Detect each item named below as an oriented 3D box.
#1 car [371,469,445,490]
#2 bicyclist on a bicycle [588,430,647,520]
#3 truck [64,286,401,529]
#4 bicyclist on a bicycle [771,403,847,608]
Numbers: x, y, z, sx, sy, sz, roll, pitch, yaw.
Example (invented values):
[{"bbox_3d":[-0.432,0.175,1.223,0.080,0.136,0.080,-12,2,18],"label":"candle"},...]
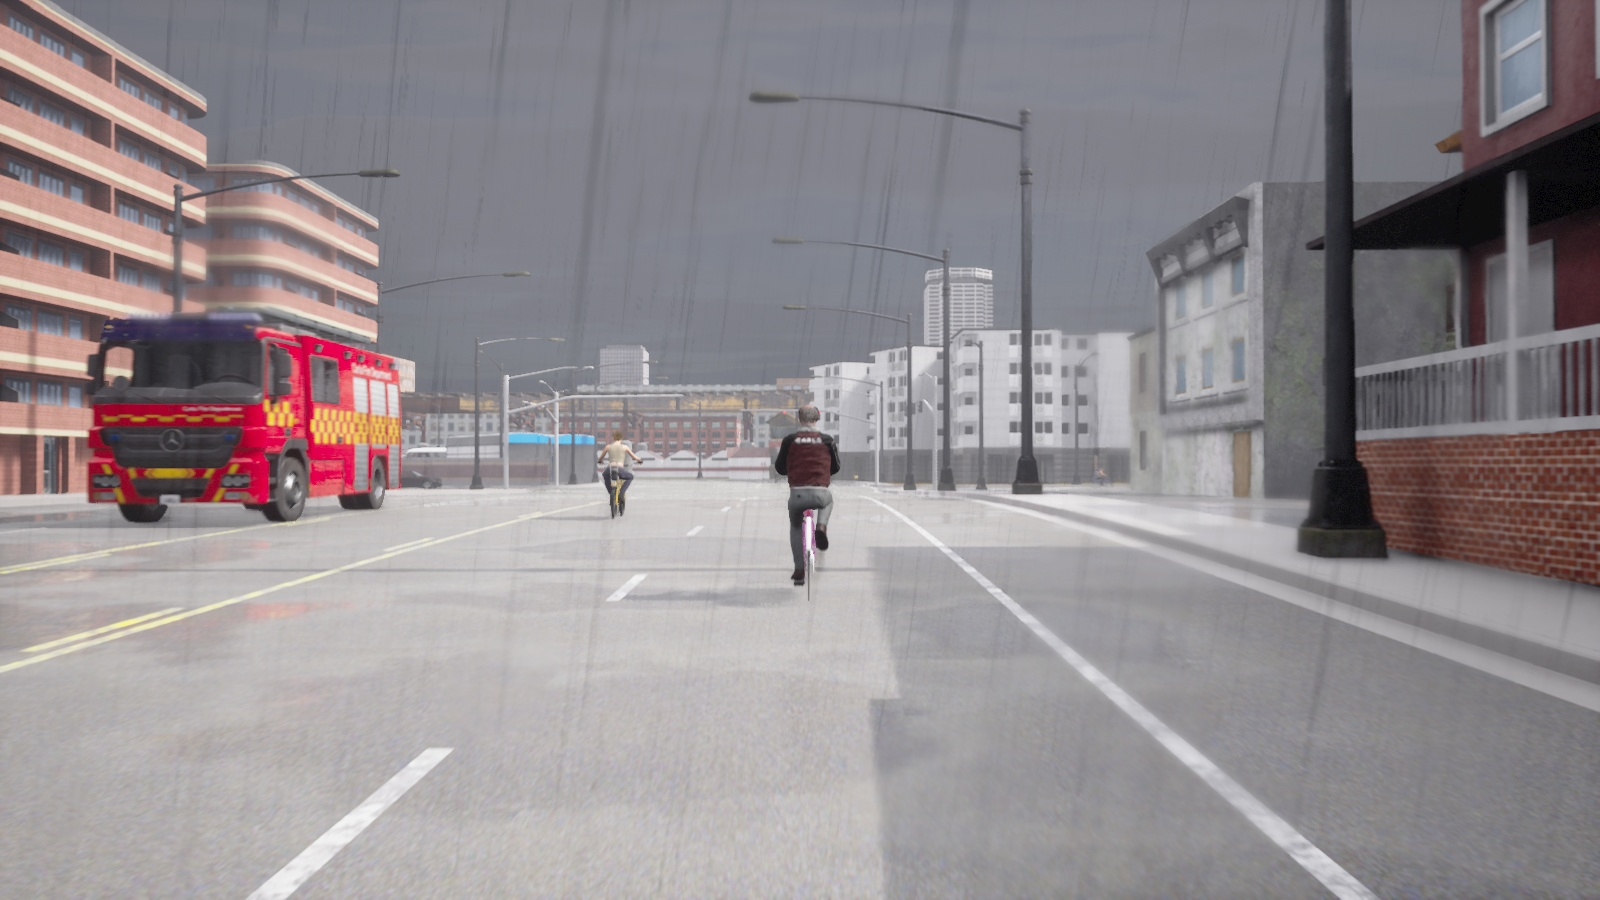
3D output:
[{"bbox_3d":[-29.587,2.230,94.772,5.008,1.535,1.882,0,-1,-3],"label":"car"},{"bbox_3d":[-3.352,0.447,23.197,0.866,1.612,1.509,0,0,1],"label":"bicyclist on a bicycle"},{"bbox_3d":[-10.300,-0.653,24.063,2.891,3.827,8.468,0,0,-2],"label":"truck"},{"bbox_3d":[0.082,0.465,11.815,0.659,1.776,1.843,0,1,0],"label":"bicyclist on a bicycle"}]
